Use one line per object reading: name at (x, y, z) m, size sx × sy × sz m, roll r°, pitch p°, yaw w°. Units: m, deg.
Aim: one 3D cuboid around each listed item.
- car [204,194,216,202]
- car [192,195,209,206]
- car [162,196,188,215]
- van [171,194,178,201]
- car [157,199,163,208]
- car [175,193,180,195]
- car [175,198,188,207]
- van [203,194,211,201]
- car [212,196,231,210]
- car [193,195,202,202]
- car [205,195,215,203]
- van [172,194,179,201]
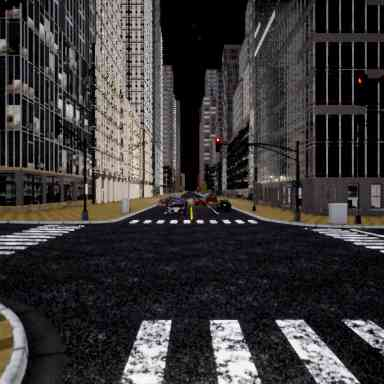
car at (3.755, 1.313, 63.940) m, size 2.192 × 1.841 × 5.009 m, roll 0°, pitch 0°, yaw 0°
car at (1.323, 1.607, 54.919) m, size 1.895 × 1.301 × 4.718 m, roll 0°, pitch 0°, yaw 0°
car at (-1.527, 1.508, 33.766) m, size 2.128 × 1.511 × 4.902 m, roll 0°, pitch 0°, yaw -1°
van at (-4.203, 1.321, 80.487) m, size 1.690 × 1.788 × 3.998 m, roll 0°, pitch 0°, yaw 0°
car at (-4.048, 1.592, 47.321) m, size 1.802 × 1.307 × 4.206 m, roll 0°, pitch 0°, yaw 0°
car at (-4.177, 1.426, 74.960) m, size 1.967 × 1.590 × 4.097 m, roll 0°, pitch 0°, yaw 0°
car at (-1.601, 1.608, 53.365) m, size 1.895 × 1.301 × 4.718 m, roll 0°, pitch 0°, yaw 0°
van at (3.677, 1.321, 80.524) m, size 1.690 × 1.788 × 3.998 m, roll 0°, pitch 0°, yaw 0°
car at (3.907, 1.579, 41.832) m, size 1.947 × 1.339 × 4.313 m, roll 0°, pitch 0°, yaw 0°
car at (1.158, 1.488, 73.285) m, size 1.837 × 1.490 × 4.892 m, roll 0°, pitch 0°, yaw 0°
car at (3.729, 1.432, 69.469) m, size 1.967 × 1.590 × 4.097 m, roll 0°, pitch 0°, yaw 0°
van at (-4.229, 1.315, 86.014) m, size 1.690 × 1.788 × 3.998 m, roll 0°, pitch 0°, yaw 0°
